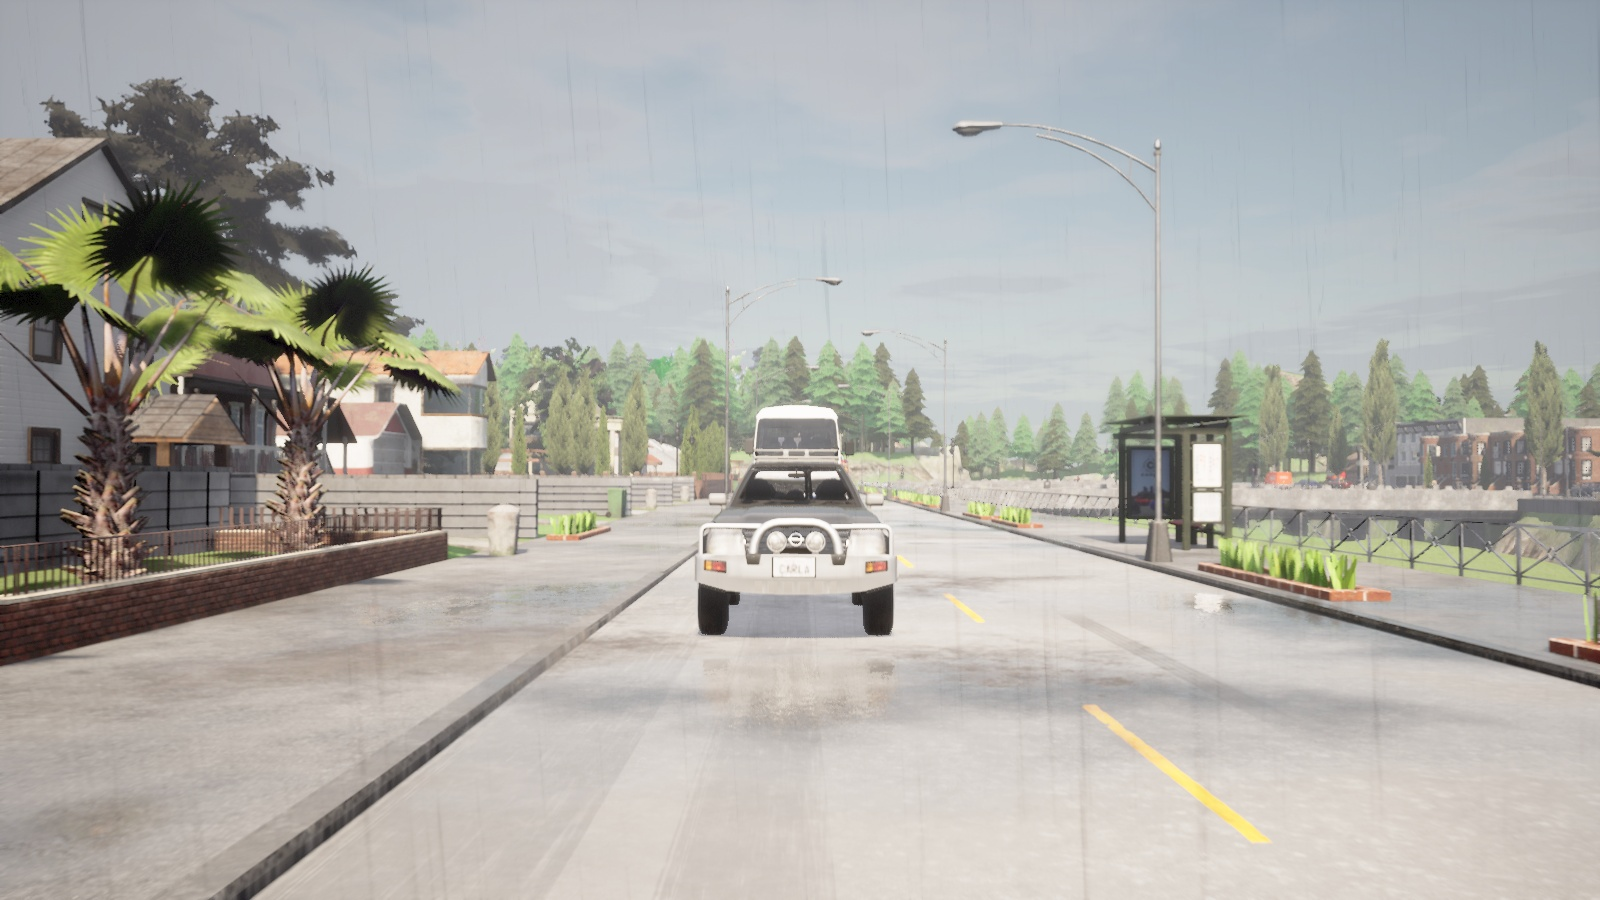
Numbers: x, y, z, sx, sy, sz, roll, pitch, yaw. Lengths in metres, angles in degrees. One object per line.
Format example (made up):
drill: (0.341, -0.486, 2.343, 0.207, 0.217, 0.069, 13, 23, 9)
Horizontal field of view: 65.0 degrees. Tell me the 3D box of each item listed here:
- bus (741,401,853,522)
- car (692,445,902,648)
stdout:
bus: (-0.125, 0.507, 49.400, 3.944, 4.253, 10.273, 0, -1, 0)
car: (-0.035, 0.937, 13.856, 1.932, 1.855, 4.605, 0, -1, 0)
